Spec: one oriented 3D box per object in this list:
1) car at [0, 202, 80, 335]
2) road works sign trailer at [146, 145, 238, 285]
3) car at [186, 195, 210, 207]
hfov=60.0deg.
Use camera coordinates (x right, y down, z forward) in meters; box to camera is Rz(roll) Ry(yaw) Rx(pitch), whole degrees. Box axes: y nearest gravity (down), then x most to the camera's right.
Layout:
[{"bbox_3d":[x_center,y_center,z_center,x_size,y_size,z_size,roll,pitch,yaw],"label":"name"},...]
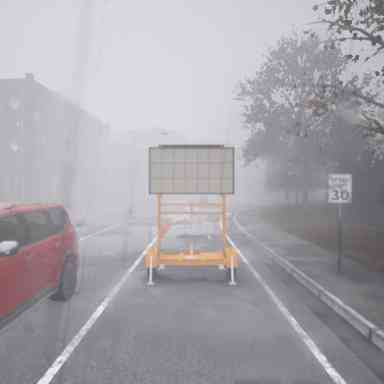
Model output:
[{"bbox_3d":[-3.593,1.222,5.334,2.150,2.045,5.566,0,0,0],"label":"car"},{"bbox_3d":[-0.011,0.465,9.484,2.380,3.560,2.880,0,0,0],"label":"road works sign trailer"},{"bbox_3d":[0.861,1.302,48.892,2.097,1.767,4.553,0,0,27],"label":"car"}]
